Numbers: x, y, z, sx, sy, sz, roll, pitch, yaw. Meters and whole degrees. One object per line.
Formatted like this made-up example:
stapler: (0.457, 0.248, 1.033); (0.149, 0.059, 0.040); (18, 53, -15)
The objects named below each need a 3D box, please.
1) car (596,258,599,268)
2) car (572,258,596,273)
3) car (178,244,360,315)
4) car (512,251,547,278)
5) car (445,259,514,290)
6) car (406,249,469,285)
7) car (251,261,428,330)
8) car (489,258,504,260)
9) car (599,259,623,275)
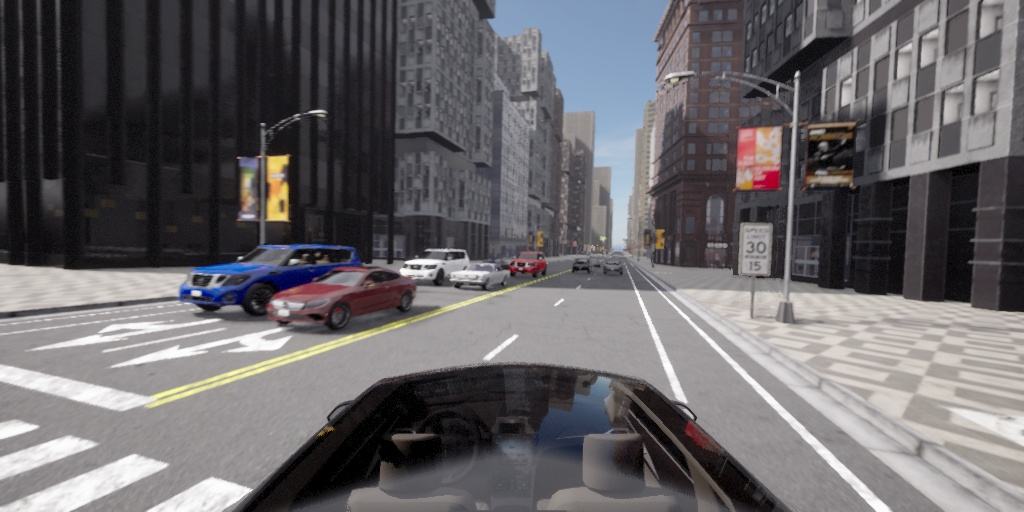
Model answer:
car: (12.114, 0.995, 53.435); (1.994, 1.385, 4.181); (2, 1, 17)
car: (7.688, 1.000, 38.851); (1.837, 1.490, 4.892); (2, 1, 17)
car: (-7.439, 0.613, 12.002); (2.150, 2.045, 5.566); (2, 1, 17)
car: (1.485, 0.639, 30.208); (2.150, 2.045, 5.566); (2, 1, 17)
car: (-1.644, 1.062, 19.982); (1.895, 1.301, 4.718); (2, 1, 17)
car: (-4.435, 0.567, 21.916); (2.150, 2.045, 5.566); (2, 1, 17)
car: (-4.541, 1.032, 10.427); (1.812, 1.442, 4.674); (2, 1, 17)
car: (-1.519, 0.868, 31.534); (1.994, 1.385, 4.181); (2, 1, 17)
car: (10.501, 1.101, 37.116); (2.128, 1.511, 4.902); (2, 1, 17)
